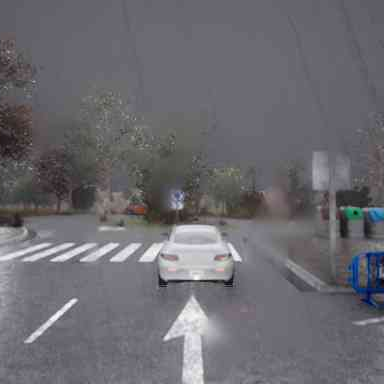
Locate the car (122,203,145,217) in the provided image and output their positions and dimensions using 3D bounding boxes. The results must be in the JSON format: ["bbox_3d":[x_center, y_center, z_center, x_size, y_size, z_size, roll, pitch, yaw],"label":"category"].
[{"bbox_3d":[-5.219,1.758,36.011,4.553,1.767,2.097,2,-1,0],"label":"car"}]

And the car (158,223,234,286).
[{"bbox_3d":[0.094,1.599,9.478,1.812,1.442,4.674,0,0,0],"label":"car"}]
